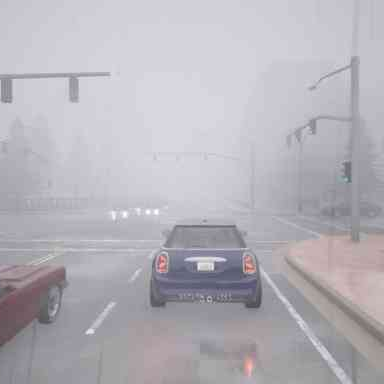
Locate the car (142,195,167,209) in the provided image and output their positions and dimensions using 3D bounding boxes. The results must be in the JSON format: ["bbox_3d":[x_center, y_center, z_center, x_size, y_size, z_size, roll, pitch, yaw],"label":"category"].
[{"bbox_3d":[-5.078,1.491,45.797,2.128,1.511,4.902,0,0,2],"label":"car"}]

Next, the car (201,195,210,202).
[{"bbox_3d":[3.076,1.549,73.619,1.994,1.385,4.181,0,0,2],"label":"car"}]

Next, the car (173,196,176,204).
[{"bbox_3d":[-4.274,1.478,65.454,1.882,1.535,5.008,0,0,3],"label":"car"}]

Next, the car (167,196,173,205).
[{"bbox_3d":[-4.715,1.478,55.156,1.882,1.535,5.008,0,0,2],"label":"car"}]

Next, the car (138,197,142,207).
[{"bbox_3d":[-8.347,1.491,51.835,2.128,1.511,4.902,0,0,2],"label":"car"}]

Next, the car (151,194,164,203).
[{"bbox_3d":[-7.490,1.355,72.076,2.097,1.767,4.553,0,0,2],"label":"car"}]

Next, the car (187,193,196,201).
[{"bbox_3d":[-0.092,1.223,82.486,2.150,2.045,5.566,0,0,2],"label":"car"}]

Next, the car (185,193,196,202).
[{"bbox_3d":[-0.459,1.520,72.755,1.812,1.442,4.674,0,0,2],"label":"car"}]

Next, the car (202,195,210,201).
[{"bbox_3d":[3.404,1.475,82.324,1.882,1.535,5.008,0,0,2],"label":"car"}]

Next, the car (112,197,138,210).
[{"bbox_3d":[-8.705,1.601,42.530,1.895,1.301,4.718,0,0,2],"label":"car"}]

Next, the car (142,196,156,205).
[{"bbox_3d":[-7.938,1.505,61.921,1.837,1.490,4.892,0,0,3],"label":"car"}]

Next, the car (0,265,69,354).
[{"bbox_3d":[-3.307,1.601,4.216,1.895,1.301,4.718,0,0,2],"label":"car"}]

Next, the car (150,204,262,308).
[{"bbox_3d":[0.305,1.352,8.090,2.097,1.767,4.553,0,0,2],"label":"car"}]

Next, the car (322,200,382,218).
[{"bbox_3d":[14.115,1.505,29.515,4.892,1.490,1.837,0,0,4],"label":"car"}]
